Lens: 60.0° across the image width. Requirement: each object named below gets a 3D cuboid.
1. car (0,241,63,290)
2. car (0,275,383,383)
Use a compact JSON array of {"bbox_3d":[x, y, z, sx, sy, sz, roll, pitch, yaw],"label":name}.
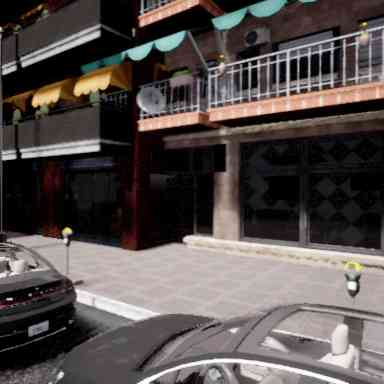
[{"bbox_3d":[-3.739,1.501,5.541,4.403,1.369,2.008,1,0,35],"label":"car"},{"bbox_3d":[0.766,1.546,2.328,4.403,1.369,2.008,1,0,35],"label":"car"}]
